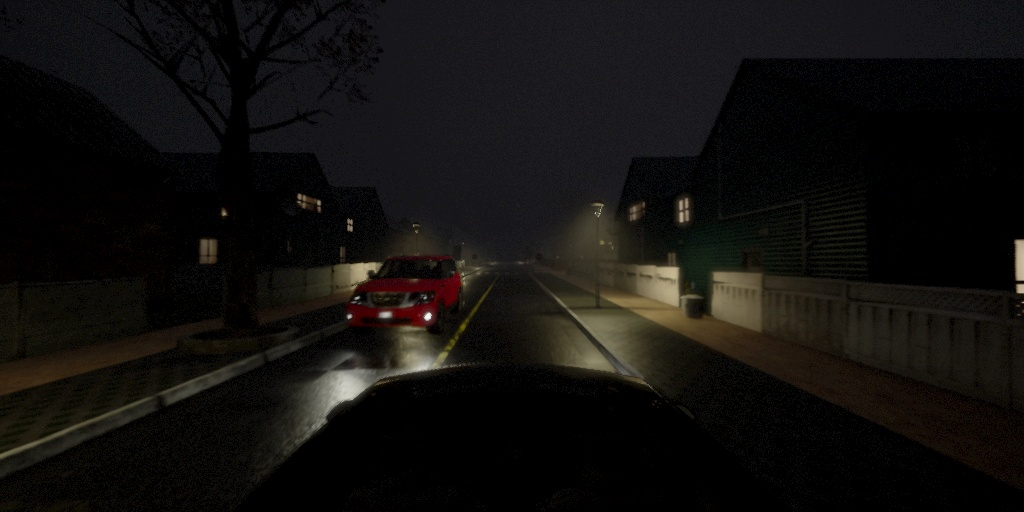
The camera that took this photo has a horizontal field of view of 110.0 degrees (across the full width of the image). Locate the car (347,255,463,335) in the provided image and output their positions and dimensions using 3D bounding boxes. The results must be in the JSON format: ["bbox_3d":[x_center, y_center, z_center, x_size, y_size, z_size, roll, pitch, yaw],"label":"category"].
[{"bbox_3d":[-2.846,0.972,10.859,2.150,2.045,5.566,0,0,0],"label":"car"}]
